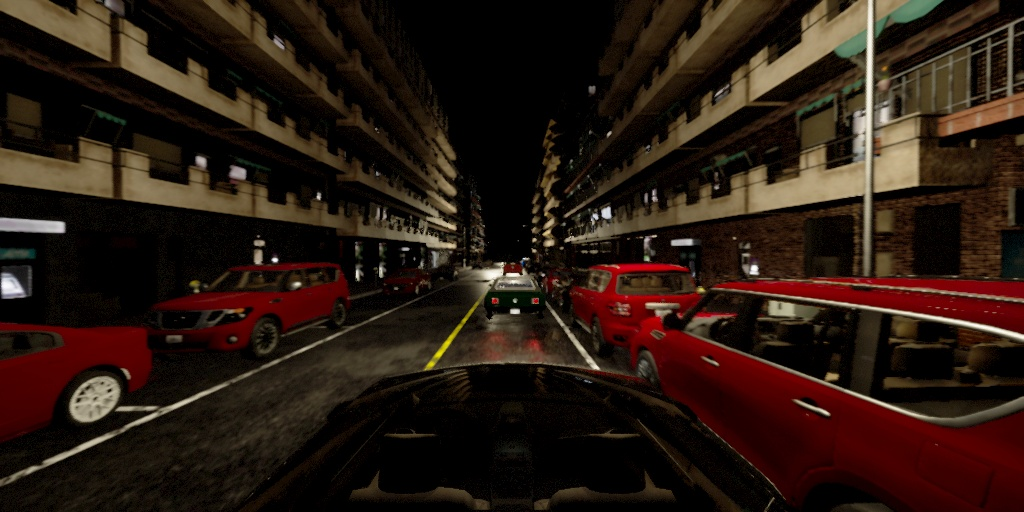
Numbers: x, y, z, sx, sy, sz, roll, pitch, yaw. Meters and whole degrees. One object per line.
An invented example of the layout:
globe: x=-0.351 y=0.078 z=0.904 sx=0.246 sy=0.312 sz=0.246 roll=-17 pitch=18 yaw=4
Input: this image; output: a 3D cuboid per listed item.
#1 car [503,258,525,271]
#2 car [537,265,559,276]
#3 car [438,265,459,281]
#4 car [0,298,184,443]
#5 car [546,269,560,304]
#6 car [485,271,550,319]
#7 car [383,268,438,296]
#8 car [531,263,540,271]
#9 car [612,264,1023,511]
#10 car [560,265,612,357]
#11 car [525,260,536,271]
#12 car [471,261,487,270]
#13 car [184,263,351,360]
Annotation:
car: x=0.095 y=1.253 z=40.907 sx=2.097 sy=1.767 sz=4.553 roll=0 pitch=0 yaw=0
car: x=2.654 y=1.369 z=19.955 sx=1.888 sy=1.381 sz=4.507 roll=0 pitch=0 yaw=0
car: x=-5.696 y=1.431 z=31.225 sx=1.948 sy=1.339 sz=4.313 roll=0 pitch=0 yaw=0
car: x=-5.691 y=1.299 z=2.901 sx=1.888 sy=1.381 sz=4.507 roll=0 pitch=0 yaw=0
car: x=2.655 y=1.368 z=14.290 sx=1.948 sy=1.339 sz=4.313 roll=0 pitch=0 yaw=0
car: x=0.099 y=1.398 z=13.044 sx=1.895 sy=1.301 sz=4.718 roll=0 pitch=0 yaw=0
car: x=-5.694 y=1.368 z=19.894 sx=1.888 sy=1.381 sz=4.507 roll=0 pitch=0 yaw=0
car: x=2.659 y=1.411 z=25.619 sx=1.948 sy=1.339 sz=4.313 roll=0 pitch=0 yaw=0
car: x=2.657 y=1.070 z=2.961 sx=2.192 sy=1.841 sz=5.009 roll=0 pitch=0 yaw=0
car: x=2.656 y=1.094 z=8.626 sx=2.192 sy=1.841 sz=5.009 roll=0 pitch=0 yaw=0
car: x=2.685 y=1.473 z=42.612 sx=1.948 sy=1.339 sz=4.313 roll=0 pitch=0 yaw=0
car: x=-5.700 y=1.515 z=59.549 sx=2.007 sy=1.370 sz=4.403 roll=0 pitch=0 yaw=0
car: x=-5.692 y=1.093 z=8.564 sx=2.192 sy=1.841 sz=5.009 roll=0 pitch=0 yaw=0
